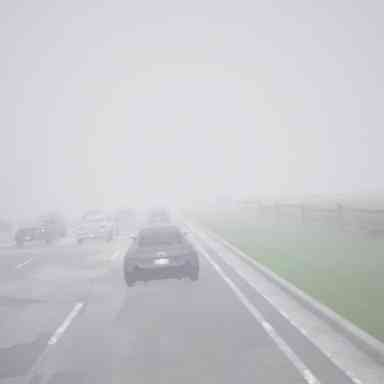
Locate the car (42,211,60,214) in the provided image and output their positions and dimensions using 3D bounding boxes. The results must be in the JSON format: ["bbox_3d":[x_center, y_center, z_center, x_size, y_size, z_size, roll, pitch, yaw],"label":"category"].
[{"bbox_3d":[-13.876,2.691,33.147,2.128,1.511,4.902,-4,0,-6],"label":"car"}]

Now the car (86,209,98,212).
[{"bbox_3d":[-10.659,2.575,36.034,1.994,1.385,4.181,-4,0,-6],"label":"car"}]

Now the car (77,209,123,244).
[{"bbox_3d":[-5.425,2.048,19.406,1.812,1.442,4.674,-4,0,-6],"label":"car"}]

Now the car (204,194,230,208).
[{"bbox_3d":[3.778,1.379,49.645,3.866,1.878,1.905,-4,0,-6],"label":"car"}]

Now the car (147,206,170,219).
[{"bbox_3d":[-2.808,1.947,28.009,1.812,1.442,4.674,-4,0,-6],"label":"car"}]

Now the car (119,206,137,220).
[{"bbox_3d":[-7.173,2.306,36.242,1.812,1.442,4.674,-4,0,-6],"label":"car"}]

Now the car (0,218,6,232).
[{"bbox_3d":[-16.835,2.858,27.831,1.837,1.490,4.892,-4,0,-6],"label":"car"}]

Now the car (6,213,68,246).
[{"bbox_3d":[-8.997,2.290,19.958,1.812,1.442,4.674,-4,0,-6],"label":"car"}]

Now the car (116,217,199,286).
[{"bbox_3d":[-0.956,1.713,10.176,1.994,1.385,4.181,-4,0,-6],"label":"car"}]
